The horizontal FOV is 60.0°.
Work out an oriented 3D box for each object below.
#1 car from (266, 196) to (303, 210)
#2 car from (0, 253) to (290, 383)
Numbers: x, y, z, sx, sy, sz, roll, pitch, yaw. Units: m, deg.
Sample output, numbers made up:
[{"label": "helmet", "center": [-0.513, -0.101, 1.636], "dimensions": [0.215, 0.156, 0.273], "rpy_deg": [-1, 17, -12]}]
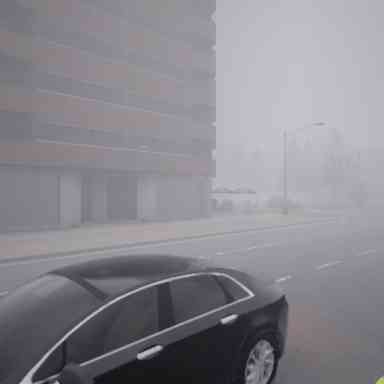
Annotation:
[{"label": "car", "center": [11.713, 1.297, 42.086], "dimensions": [2.097, 1.767, 4.553], "rpy_deg": [0, 0, -43]}, {"label": "car", "center": [-0.887, 1.505, 3.362], "dimensions": [4.892, 1.490, 1.837], "rpy_deg": [0, 0, -42]}]
